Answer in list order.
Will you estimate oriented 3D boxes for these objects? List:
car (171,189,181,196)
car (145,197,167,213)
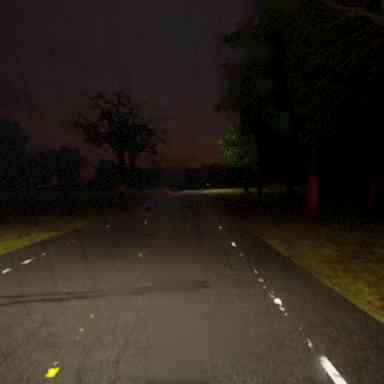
[{"bbox_3d":[-3.515,0.058,75.601,2.097,1.767,4.553,0,2,0],"label":"car"},{"bbox_3d":[-3.600,1.224,33.607,1.882,1.535,5.008,0,1,0],"label":"car"}]
